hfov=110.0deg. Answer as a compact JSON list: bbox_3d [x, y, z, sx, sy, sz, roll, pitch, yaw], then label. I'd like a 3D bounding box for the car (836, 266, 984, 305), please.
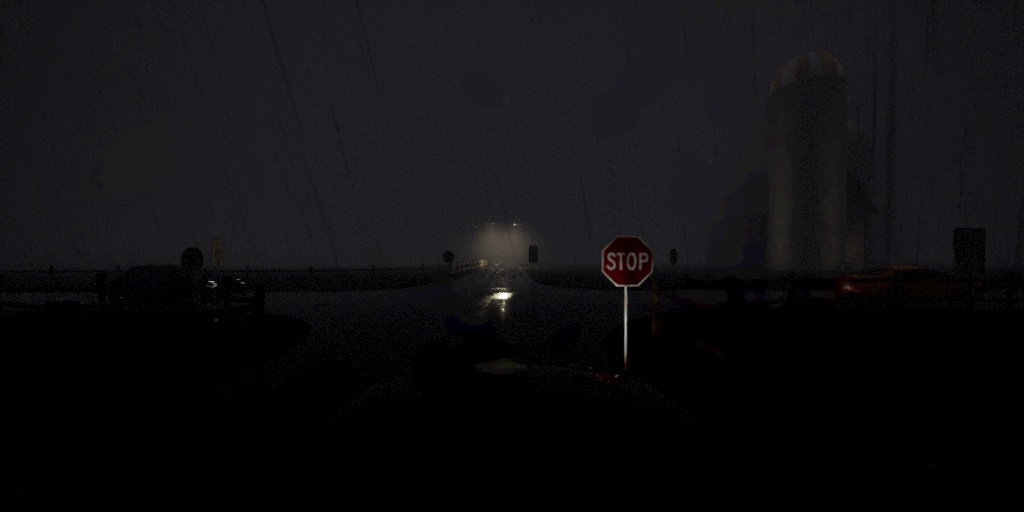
[{"bbox_3d":[16.755,1.200,15.218,5.008,1.535,1.882,0,0,0],"label":"car"}]

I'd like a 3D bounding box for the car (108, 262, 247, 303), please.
[{"bbox_3d":[-14.039,1.139,15.264,4.553,1.767,2.097,0,0,0],"label":"car"}]
